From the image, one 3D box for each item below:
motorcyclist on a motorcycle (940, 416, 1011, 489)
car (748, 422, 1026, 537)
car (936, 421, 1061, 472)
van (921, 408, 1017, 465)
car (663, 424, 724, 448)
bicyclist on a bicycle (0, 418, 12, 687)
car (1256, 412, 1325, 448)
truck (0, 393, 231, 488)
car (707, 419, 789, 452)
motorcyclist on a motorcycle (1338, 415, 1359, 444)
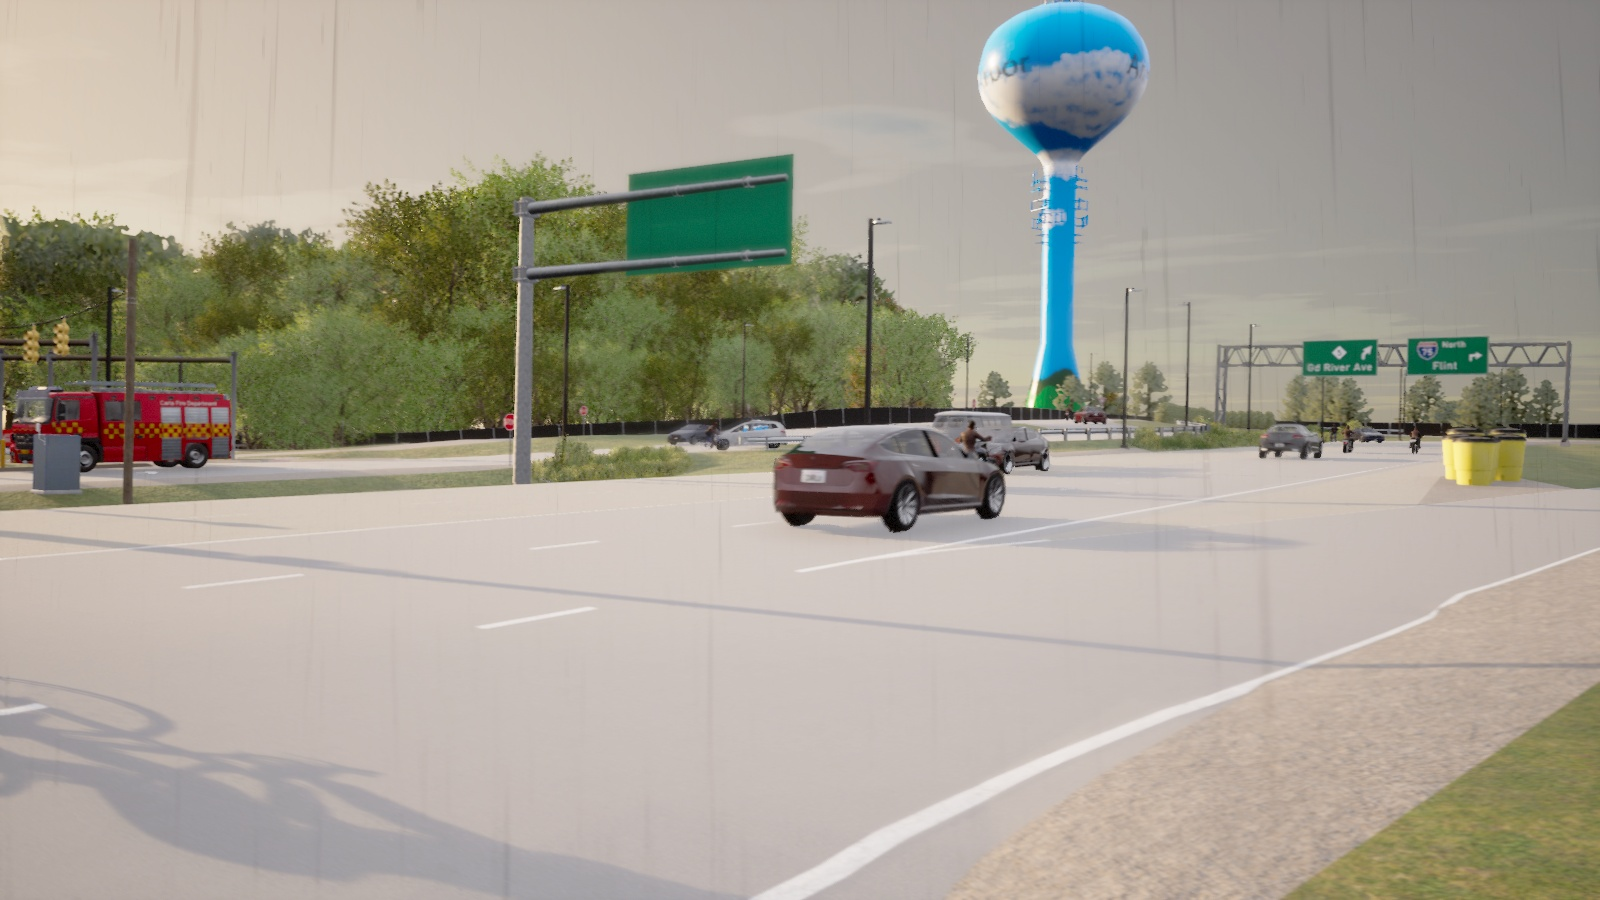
[{"bbox_3d":[4.188,0.030,29.827,0.766,1.649,2.350,0,1,33],"label":"motorcyclist on a motorcycle"},{"bbox_3d":[1.485,0.338,19.100,2.163,1.488,4.792,0,1,33],"label":"car"},{"bbox_3d":[6.335,-0.153,39.691,2.163,1.488,4.792,0,1,33],"label":"car"},{"bbox_3d":[6.268,-0.538,46.086,1.775,1.987,4.442,0,1,33],"label":"van"},{"bbox_3d":[-7.324,-0.956,86.651,1.994,1.385,4.181,0,4,33],"label":"car"},{"bbox_3d":[-5.186,0.624,6.845,0.582,1.620,1.656,2,1,7],"label":"bicyclist on a bicycle"},{"bbox_3d":[23.482,-0.985,60.035,2.152,1.651,5.027,0,1,33],"label":"car"},{"bbox_3d":[-29.587,-0.508,54.739,2.891,3.827,8.468,0,2,32],"label":"truck"},{"bbox_3d":[-3.068,-0.858,73.397,4.611,1.667,2.242,-3,0,-7],"label":"car"},{"bbox_3d":[32.099,-1.200,73.526,0.766,1.649,2.350,0,1,33],"label":"motorcyclist on a motorcycle"}]
